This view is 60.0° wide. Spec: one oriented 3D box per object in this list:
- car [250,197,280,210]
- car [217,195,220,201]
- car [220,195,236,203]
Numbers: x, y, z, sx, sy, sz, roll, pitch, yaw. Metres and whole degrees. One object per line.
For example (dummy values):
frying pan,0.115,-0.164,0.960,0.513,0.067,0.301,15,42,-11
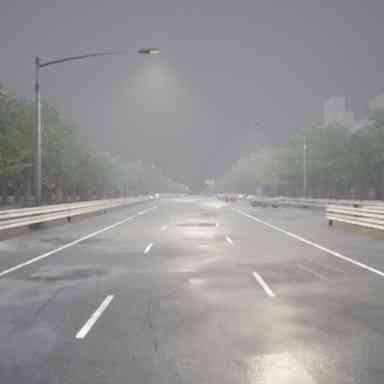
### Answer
car,9.217,1.383,42.433,2.033,1.411,5.357,0,0,-14
car,6.998,1.342,78.940,1.895,1.301,4.718,0,0,0
car,6.959,1.270,61.304,1.812,1.442,4.674,0,0,-4
